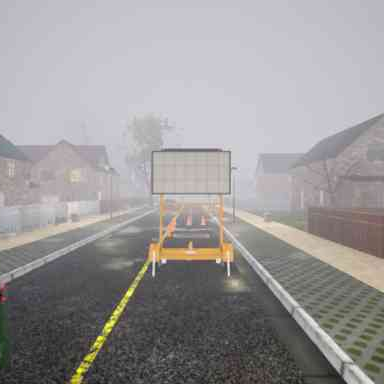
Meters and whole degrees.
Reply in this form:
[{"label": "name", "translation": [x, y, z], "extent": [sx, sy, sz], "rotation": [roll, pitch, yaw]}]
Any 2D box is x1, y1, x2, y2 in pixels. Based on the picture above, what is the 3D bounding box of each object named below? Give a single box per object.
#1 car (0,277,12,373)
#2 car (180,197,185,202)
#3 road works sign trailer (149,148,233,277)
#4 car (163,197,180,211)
[{"label": "car", "translation": [-2.852, 1.222, 1.024], "extent": [2.150, 2.045, 5.566], "rotation": [0, 0, 0]}, {"label": "car", "translation": [-2.983, 2.093, 90.219], "extent": [1.812, 1.442, 4.674], "rotation": [0, -1, 0]}, {"label": "road works sign trailer", "translation": [-0.026, 0.472, 10.221], "extent": [2.380, 3.560, 2.880], "rotation": [0, 0, 0]}, {"label": "car", "translation": [-2.959, 1.626, 42.627], "extent": [1.882, 1.535, 5.008], "rotation": [0, 0, 0]}]
